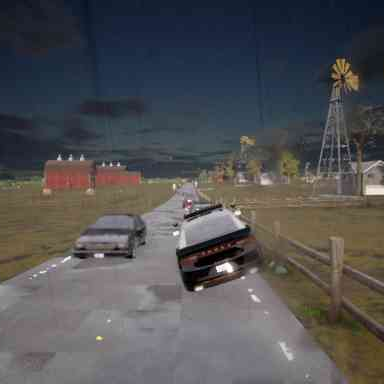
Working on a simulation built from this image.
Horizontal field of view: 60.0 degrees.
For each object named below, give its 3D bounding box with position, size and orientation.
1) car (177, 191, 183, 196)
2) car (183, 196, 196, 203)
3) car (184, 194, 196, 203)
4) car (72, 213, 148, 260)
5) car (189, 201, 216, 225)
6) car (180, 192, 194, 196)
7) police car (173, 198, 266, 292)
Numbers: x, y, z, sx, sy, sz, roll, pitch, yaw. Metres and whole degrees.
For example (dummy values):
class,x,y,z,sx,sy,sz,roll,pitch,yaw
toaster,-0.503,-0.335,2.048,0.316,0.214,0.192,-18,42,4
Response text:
class,x,y,z,sx,sy,sz,roll,pitch,yaw
car,-3.200,0.429,93.835,2.033,1.411,5.357,0,2,0
car,0.660,1.308,19.089,2.097,1.767,4.553,-1,0,0
car,-0.290,1.209,60.562,2.128,1.511,4.902,0,1,0
car,-2.811,1.534,12.699,2.033,1.411,5.357,0,0,0
car,0.705,1.471,25.130,1.837,1.490,4.892,0,0,0
car,-0.211,1.237,47.044,2.097,1.767,4.553,0,0,0
police car,0.526,1.199,9.208,1.930,1.638,5.238,-18,3,0
